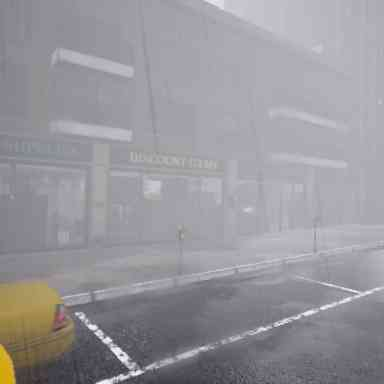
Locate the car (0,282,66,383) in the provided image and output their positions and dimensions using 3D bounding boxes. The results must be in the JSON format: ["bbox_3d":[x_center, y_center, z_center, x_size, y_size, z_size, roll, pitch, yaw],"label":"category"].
[{"bbox_3d":[-3.166,1.476,0.813,5.008,1.535,1.882,0,0,-36],"label":"car"}]

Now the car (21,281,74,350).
[{"bbox_3d":[-3.789,1.525,3.368,4.829,1.417,1.752,0,2,-35],"label":"car"}]
